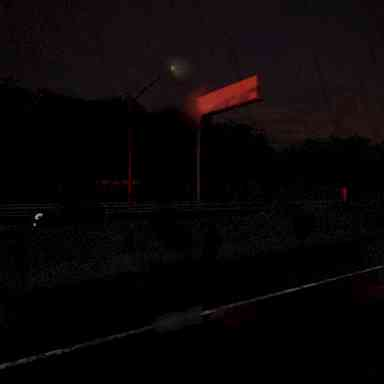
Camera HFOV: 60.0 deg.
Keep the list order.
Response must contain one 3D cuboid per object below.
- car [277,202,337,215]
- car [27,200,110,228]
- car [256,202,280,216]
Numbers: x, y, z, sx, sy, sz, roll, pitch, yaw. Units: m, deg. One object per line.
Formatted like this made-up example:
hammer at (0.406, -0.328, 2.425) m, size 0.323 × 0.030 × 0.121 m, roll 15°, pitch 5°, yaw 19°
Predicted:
car at (8.295, 1.596, 22.783) m, size 4.674 × 1.442 × 1.812 m, roll 0°, pitch 0°, yaw -35°
car at (-7.441, 1.356, 20.174) m, size 4.553 × 1.767 × 2.097 m, roll 0°, pitch 0°, yaw -35°
car at (7.166, 1.568, 26.275) m, size 4.902 × 1.511 × 2.128 m, roll 0°, pitch 0°, yaw -35°
